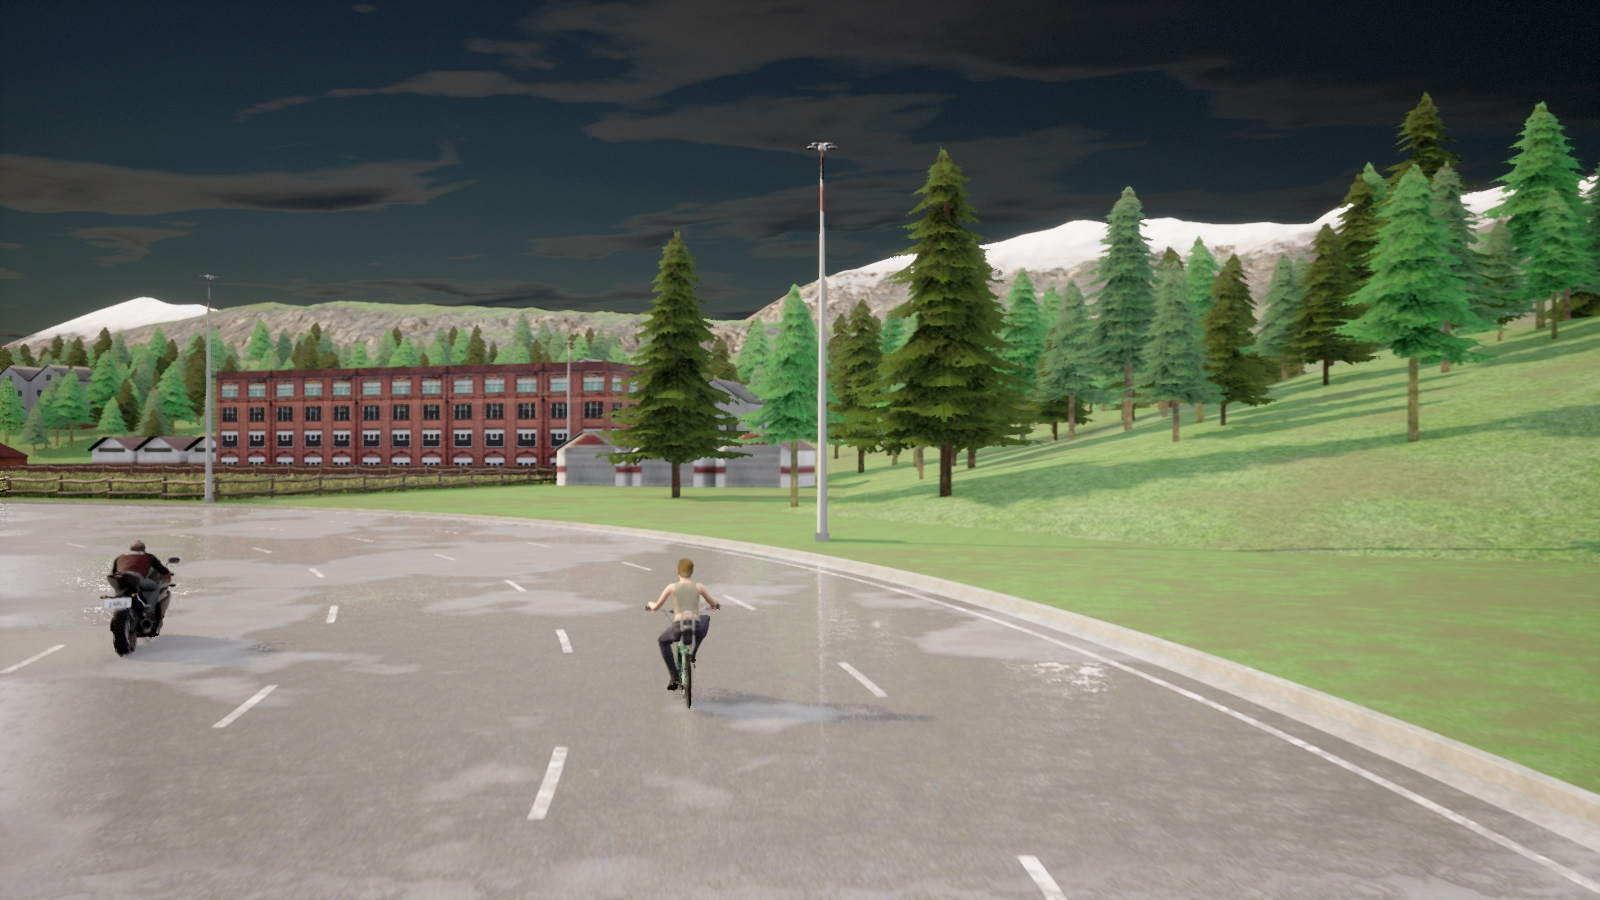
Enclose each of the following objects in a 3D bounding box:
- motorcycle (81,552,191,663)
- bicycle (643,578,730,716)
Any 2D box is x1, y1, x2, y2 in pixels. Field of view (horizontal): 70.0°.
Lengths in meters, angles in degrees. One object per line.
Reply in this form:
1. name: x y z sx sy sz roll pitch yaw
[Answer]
1. motorcycle: -9.530 2.219 16.499 0.867 1.251 2.209 -2 1 -17
2. bicycle: -1.298 2.167 12.836 0.859 1.276 1.487 0 0 -10
